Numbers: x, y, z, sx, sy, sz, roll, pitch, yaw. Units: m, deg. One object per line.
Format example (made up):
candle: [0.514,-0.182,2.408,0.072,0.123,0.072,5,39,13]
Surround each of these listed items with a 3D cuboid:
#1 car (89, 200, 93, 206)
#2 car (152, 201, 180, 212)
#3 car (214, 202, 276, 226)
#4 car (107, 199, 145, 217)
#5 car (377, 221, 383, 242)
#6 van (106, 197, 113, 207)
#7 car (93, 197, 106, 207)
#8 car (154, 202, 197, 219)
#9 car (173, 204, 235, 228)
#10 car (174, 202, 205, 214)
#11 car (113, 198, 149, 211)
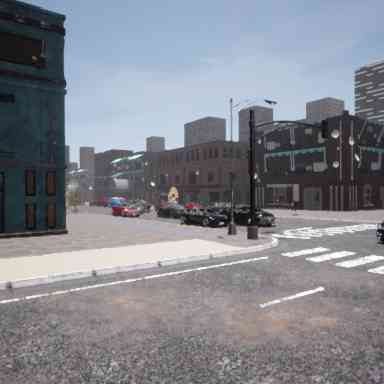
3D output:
car: [-19.663,2.223,67.936,1.887,1.381,4.507,-1,0,-36]
car: [-3.577,1.961,45.414,1.802,1.307,4.206,-2,0,-36]
car: [4.006,1.702,24.788,1.837,1.490,4.892,-1,0,-34]
car: [-7.183,1.843,36.037,1.967,1.590,4.097,-2,0,-36]
car: [10.225,1.484,15.007,4.902,1.511,2.128,0,0,-36]
van: [-13.234,1.902,58.927,1.690,1.788,3.998,-1,0,-36]
car: [-16.451,1.935,63.431,2.192,1.841,5.009,-1,0,-36]
car: [-1.770,1.876,32.950,1.994,1.385,4.181,-1,0,-35]
car: [0.785,1.811,24.674,1.947,1.339,4.313,-2,0,-36]
car: [-0.362,1.898,40.910,1.802,1.307,4.206,-2,0,-36]
car: [-7.691,1.779,41.228,2.097,1.767,4.553,-1,0,-35]
